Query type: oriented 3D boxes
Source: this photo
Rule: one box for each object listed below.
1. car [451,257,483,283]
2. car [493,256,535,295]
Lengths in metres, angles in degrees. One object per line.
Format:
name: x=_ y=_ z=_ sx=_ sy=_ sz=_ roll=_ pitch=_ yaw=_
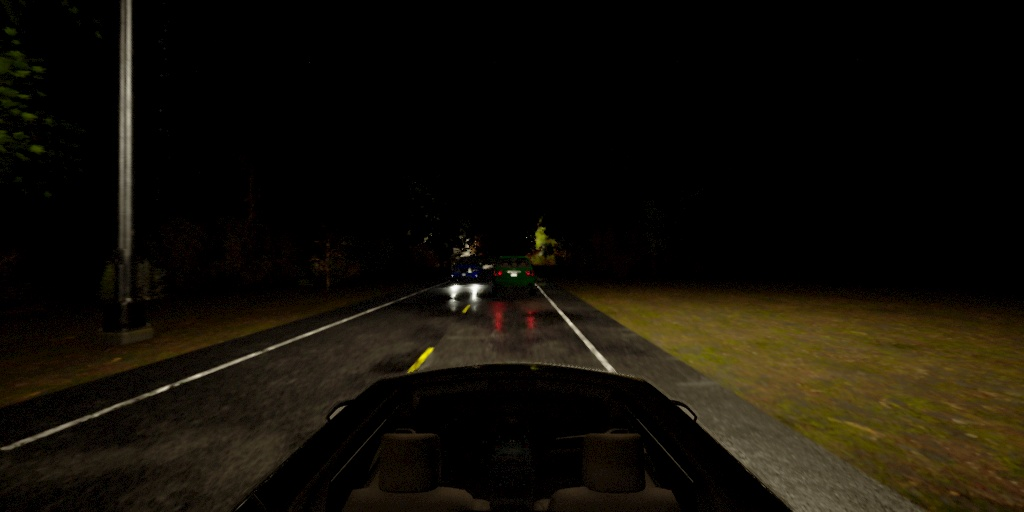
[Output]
car: x=-3.586 y=1.078 z=29.575 sx=2.150 sy=2.045 sz=5.566 roll=0 pitch=-1 yaw=0
car: x=0.096 y=1.031 z=20.256 sx=2.150 sy=2.045 sz=5.566 roll=0 pitch=0 yaw=0
